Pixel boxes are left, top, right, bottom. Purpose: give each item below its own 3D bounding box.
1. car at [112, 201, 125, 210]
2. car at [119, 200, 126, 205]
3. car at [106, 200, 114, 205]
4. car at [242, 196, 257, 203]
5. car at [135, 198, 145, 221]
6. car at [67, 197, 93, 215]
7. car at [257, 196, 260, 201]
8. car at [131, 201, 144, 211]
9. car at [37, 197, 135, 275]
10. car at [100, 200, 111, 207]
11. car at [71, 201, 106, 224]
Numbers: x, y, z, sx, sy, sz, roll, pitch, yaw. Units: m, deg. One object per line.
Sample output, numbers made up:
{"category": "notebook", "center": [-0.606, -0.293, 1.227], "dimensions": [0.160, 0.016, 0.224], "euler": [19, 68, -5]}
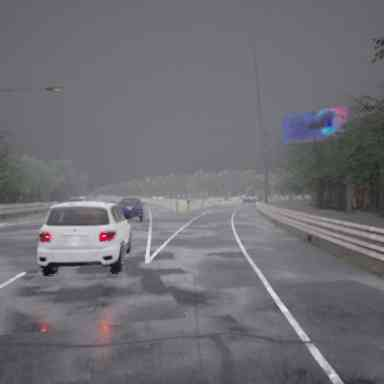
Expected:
{"category": "car", "center": [-12.657, 2.282, 57.200], "dimensions": [1.895, 1.301, 4.718], "euler": [0, -1, -9]}
{"category": "car", "center": [-18.313, 2.760, 88.033], "dimensions": [1.895, 1.301, 4.718], "euler": [0, -1, -11]}
{"category": "car", "center": [-22.359, 2.771, 90.409], "dimensions": [1.994, 1.385, 4.181], "euler": [0, -1, -12]}
{"category": "car", "center": [13.775, 1.852, 81.047], "dimensions": [2.097, 1.767, 4.553], "euler": [0, 0, 22]}
{"category": "car", "center": [-5.557, 1.539, 30.776], "dimensions": [2.150, 2.045, 5.566], "euler": [0, -1, -7]}
{"category": "car", "center": [-13.887, 1.687, 41.565], "dimensions": [2.150, 2.045, 5.566], "euler": [0, -1, -8]}
{"category": "car", "center": [17.341, 1.911, 89.264], "dimensions": [1.812, 1.442, 4.674], "euler": [0, 0, 28]}
{"category": "car", "center": [-8.532, 2.150, 52.322], "dimensions": [2.033, 1.411, 5.357], "euler": [0, -1, -9]}
{"category": "car", "center": [-3.252, 1.326, 11.038], "dimensions": [2.150, 2.045, 5.566], "euler": [0, -1, -6]}
{"category": "car", "center": [-19.314, 2.506, 74.510], "dimensions": [1.994, 1.385, 4.181], "euler": [0, -1, -11]}
{"category": "car", "center": [-8.697, 1.646, 28.376], "dimensions": [2.097, 1.767, 4.553], "euler": [0, -1, -7]}
